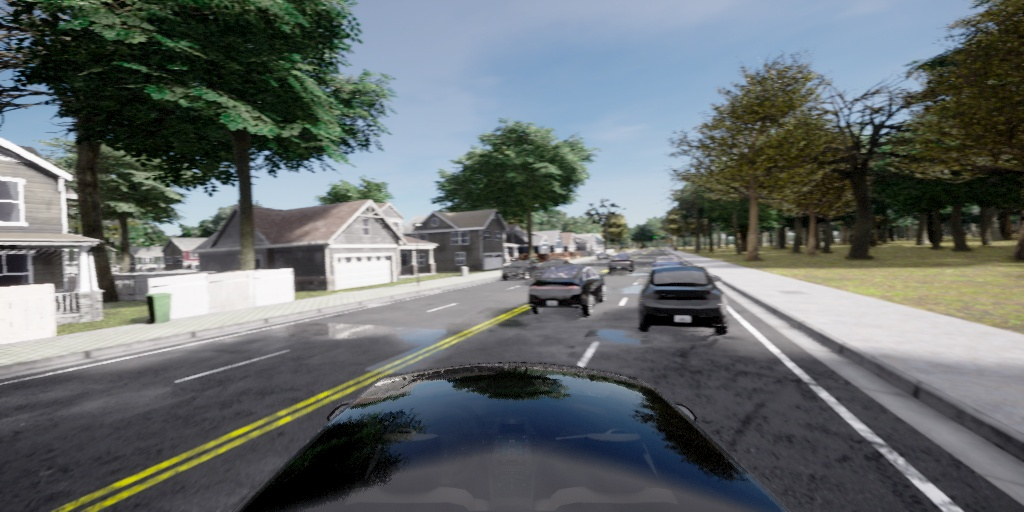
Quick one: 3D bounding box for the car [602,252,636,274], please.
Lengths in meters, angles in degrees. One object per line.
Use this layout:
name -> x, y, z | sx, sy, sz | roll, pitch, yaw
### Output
car -> 8.938, 0.626, 29.075 | 2.128, 1.511, 4.902 | -2, 1, 22

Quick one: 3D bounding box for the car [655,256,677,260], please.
car -> 11.428, 0.660, 26.583 | 1.895, 1.301, 4.718 | -2, 1, 22

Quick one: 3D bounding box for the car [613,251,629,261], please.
car -> 18.963, -0.040, 62.209 | 2.033, 1.411, 5.357 | -2, 1, 23

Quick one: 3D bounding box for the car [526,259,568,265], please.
car -> 2.790, 0.940, 23.203 | 1.837, 1.490, 4.892 | -2, 1, 22

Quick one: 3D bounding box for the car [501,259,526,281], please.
car -> 0.786, 0.984, 26.863 | 1.837, 1.490, 4.892 | -2, 1, 22

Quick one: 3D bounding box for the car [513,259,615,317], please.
car -> 2.045, 1.060, 12.353 | 2.128, 1.511, 4.902 | -2, 1, 22

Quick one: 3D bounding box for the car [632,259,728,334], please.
car -> 4.455, 1.003, 9.679 | 1.837, 1.490, 4.892 | -2, 1, 22
